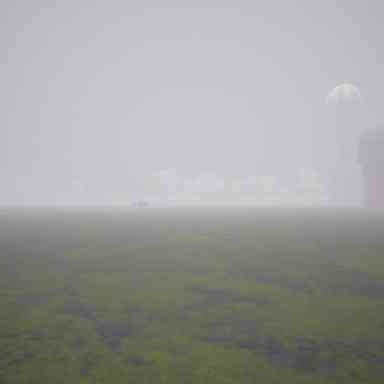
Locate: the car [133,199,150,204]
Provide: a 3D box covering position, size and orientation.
[{"bbox_3d":[-10.630,2.009,67.388,1.882,1.535,5.008,-2,-1,35],"label":"car"}]
